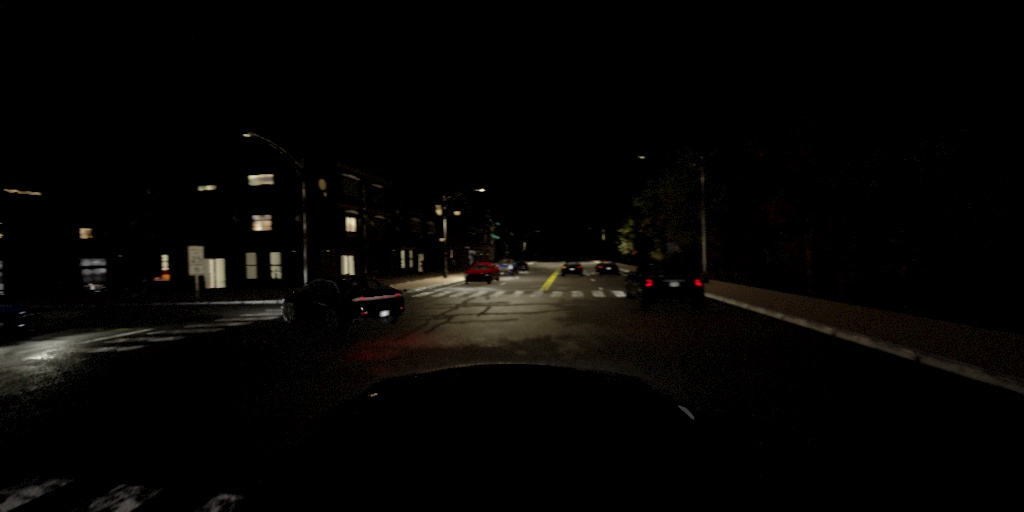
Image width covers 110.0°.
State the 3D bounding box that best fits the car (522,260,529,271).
[{"bbox_3d":[1.149,1.240,47.461,2.033,1.411,5.357,-1,0,9],"label":"car"}]

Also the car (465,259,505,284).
[{"bbox_3d":[-2.160,1.254,27.306,1.882,1.535,5.008,-1,0,9],"label":"car"}]

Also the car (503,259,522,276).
[{"bbox_3d":[-0.603,1.089,36.978,2.097,1.767,4.553,-1,0,9],"label":"car"}]

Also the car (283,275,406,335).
[{"bbox_3d":[-5.265,1.347,10.998,4.902,1.511,2.128,-1,0,39],"label":"car"}]

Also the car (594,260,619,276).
[{"bbox_3d":[9.021,1.096,34.282,1.994,1.385,4.181,-1,0,9],"label":"car"}]

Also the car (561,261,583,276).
[{"bbox_3d":[5.808,1.165,34.773,1.994,1.385,4.181,-1,0,9],"label":"car"}]

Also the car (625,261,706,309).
[{"bbox_3d":[5.800,0.967,14.157,2.097,1.767,4.553,-1,0,9],"label":"car"}]

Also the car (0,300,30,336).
[{"bbox_3d":[-18.041,1.905,11.233,5.008,1.535,1.882,-2,0,9],"label":"car"}]

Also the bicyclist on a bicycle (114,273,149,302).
[{"bbox_3d":[-21.829,1.796,20.581,0.582,1.620,1.656,-2,1,8],"label":"bicyclist on a bicycle"}]
